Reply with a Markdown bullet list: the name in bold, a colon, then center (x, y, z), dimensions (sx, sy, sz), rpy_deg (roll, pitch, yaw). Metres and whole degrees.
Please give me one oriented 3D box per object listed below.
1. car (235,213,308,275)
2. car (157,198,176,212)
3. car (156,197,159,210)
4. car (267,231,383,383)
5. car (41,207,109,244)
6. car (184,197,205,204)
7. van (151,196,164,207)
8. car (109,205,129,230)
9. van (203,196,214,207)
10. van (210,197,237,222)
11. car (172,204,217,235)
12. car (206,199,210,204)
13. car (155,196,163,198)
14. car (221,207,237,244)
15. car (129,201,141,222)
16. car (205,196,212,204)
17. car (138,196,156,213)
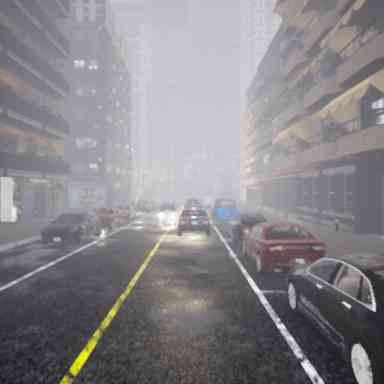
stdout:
- **car**: center (2.687, 1.591, 10.546), dimensions (1.887, 1.381, 4.507), rpy_deg (-1, 0, 0)
- **car**: center (-2.968, 1.789, 42.270), dimensions (1.895, 1.301, 4.718), rpy_deg (0, 0, 0)
- **car**: center (-5.666, 1.763, 44.193), dimensions (1.947, 1.339, 4.313), rpy_deg (-1, 0, 0)
- **car**: center (2.683, 1.573, 4.944), dimensions (2.008, 1.369, 4.403), rpy_deg (-1, 0, 0)
- **car**: center (-5.688, 1.637, 16.183), dimensions (1.947, 1.339, 4.313), rpy_deg (-1, 0, 0)
- **car**: center (0.131, 1.536, 41.262), dimensions (2.097, 1.767, 4.553), rpy_deg (0, 0, 0)
- **van**: center (-5.660, 1.590, 55.398), dimensions (1.690, 1.788, 3.998), rpy_deg (-1, 0, 0)
- **car**: center (-5.684, 1.641, 21.786), dimensions (1.887, 1.381, 4.507), rpy_deg (-1, 0, 0)
- **van**: center (2.720, 1.590, 55.362), dimensions (1.690, 1.788, 3.998), rpy_deg (-1, 0, 0)
- **van**: center (2.698, 1.462, 27.353), dimensions (1.690, 1.788, 3.998), rpy_deg (-1, 0, 0)
- **car**: center (0.115, 1.633, 19.380), dimensions (2.033, 1.411, 5.357), rpy_deg (0, 0, 0)
- **car**: center (2.705, 1.697, 32.955), dimensions (2.008, 1.369, 4.403), rpy_deg (-1, 0, 0)
- **car**: center (-5.662, 1.774, 49.795), dimensions (2.008, 1.369, 4.403), rpy_deg (-1, 0, 0)
- **car**: center (2.692, 1.637, 16.148), dimensions (1.947, 1.339, 4.313), rpy_deg (-1, 0, 0)
- **car**: center (-5.679, 1.703, 27.387), dimensions (1.802, 1.307, 4.206), rpy_deg (-1, 0, 0)
- **car**: center (2.718, 1.749, 49.930), dimensions (1.752, 1.417, 4.829), rpy_deg (-1, 0, 0)
- **car**: center (-5.672, 1.612, 38.592), dimensions (1.967, 1.590, 4.097), rpy_deg (-1, 0, 0)
